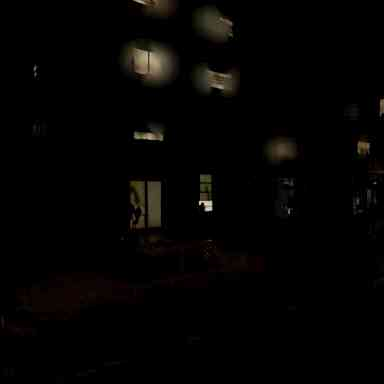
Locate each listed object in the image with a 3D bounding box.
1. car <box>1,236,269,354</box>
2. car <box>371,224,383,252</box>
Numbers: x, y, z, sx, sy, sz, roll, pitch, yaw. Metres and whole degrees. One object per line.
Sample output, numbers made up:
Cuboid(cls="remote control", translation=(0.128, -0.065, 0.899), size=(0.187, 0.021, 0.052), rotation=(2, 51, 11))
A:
Cuboid(cls="car", translation=(-0.686, 1.525, 6.068), size=(4.829, 1.417, 1.752), rotation=(0, 0, -35))
Cuboid(cls="car", translation=(8.461, 1.550, 12.566), size=(4.403, 1.369, 2.008), rotation=(0, 0, -35))
